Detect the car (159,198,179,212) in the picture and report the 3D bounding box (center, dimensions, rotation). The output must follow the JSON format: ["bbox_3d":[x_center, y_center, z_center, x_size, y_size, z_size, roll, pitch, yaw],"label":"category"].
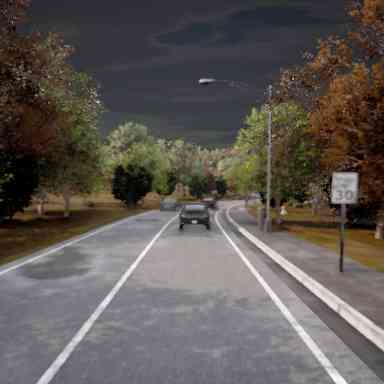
[{"bbox_3d":[-2.358,1.425,37.195,1.837,1.490,4.892,1,0,8],"label":"car"}]

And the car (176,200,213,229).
[{"bbox_3d":[0.200,1.469,21.582,1.837,1.490,4.892,0,0,1],"label":"car"}]

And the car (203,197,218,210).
[{"bbox_3d":[2.325,1.466,43.471,1.837,1.490,4.892,1,0,10],"label":"car"}]
